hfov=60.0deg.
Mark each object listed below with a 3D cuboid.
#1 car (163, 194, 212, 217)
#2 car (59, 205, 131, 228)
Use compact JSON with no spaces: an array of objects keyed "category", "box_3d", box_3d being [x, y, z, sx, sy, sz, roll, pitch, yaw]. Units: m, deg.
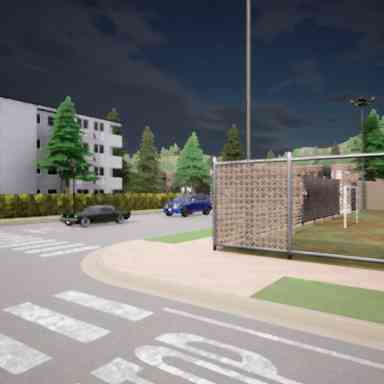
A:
[{"category":"car","box_3d":[-0.291,1.204,31.147,2.150,2.045,5.566,0,0,36]},{"category":"car","box_3d":[-6.435,1.583,22.439,1.895,1.301,4.718,0,0,35]}]
